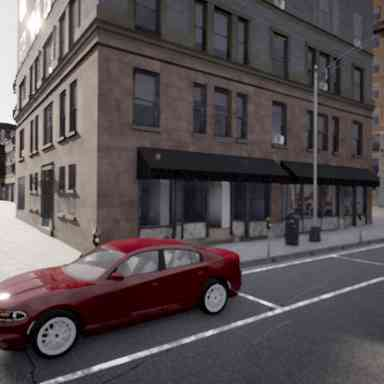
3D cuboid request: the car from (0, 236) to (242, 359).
[{"bbox_3d":[-1.102,1.541,5.968,4.507,1.381,1.887,0,1,-35],"label":"car"}]
